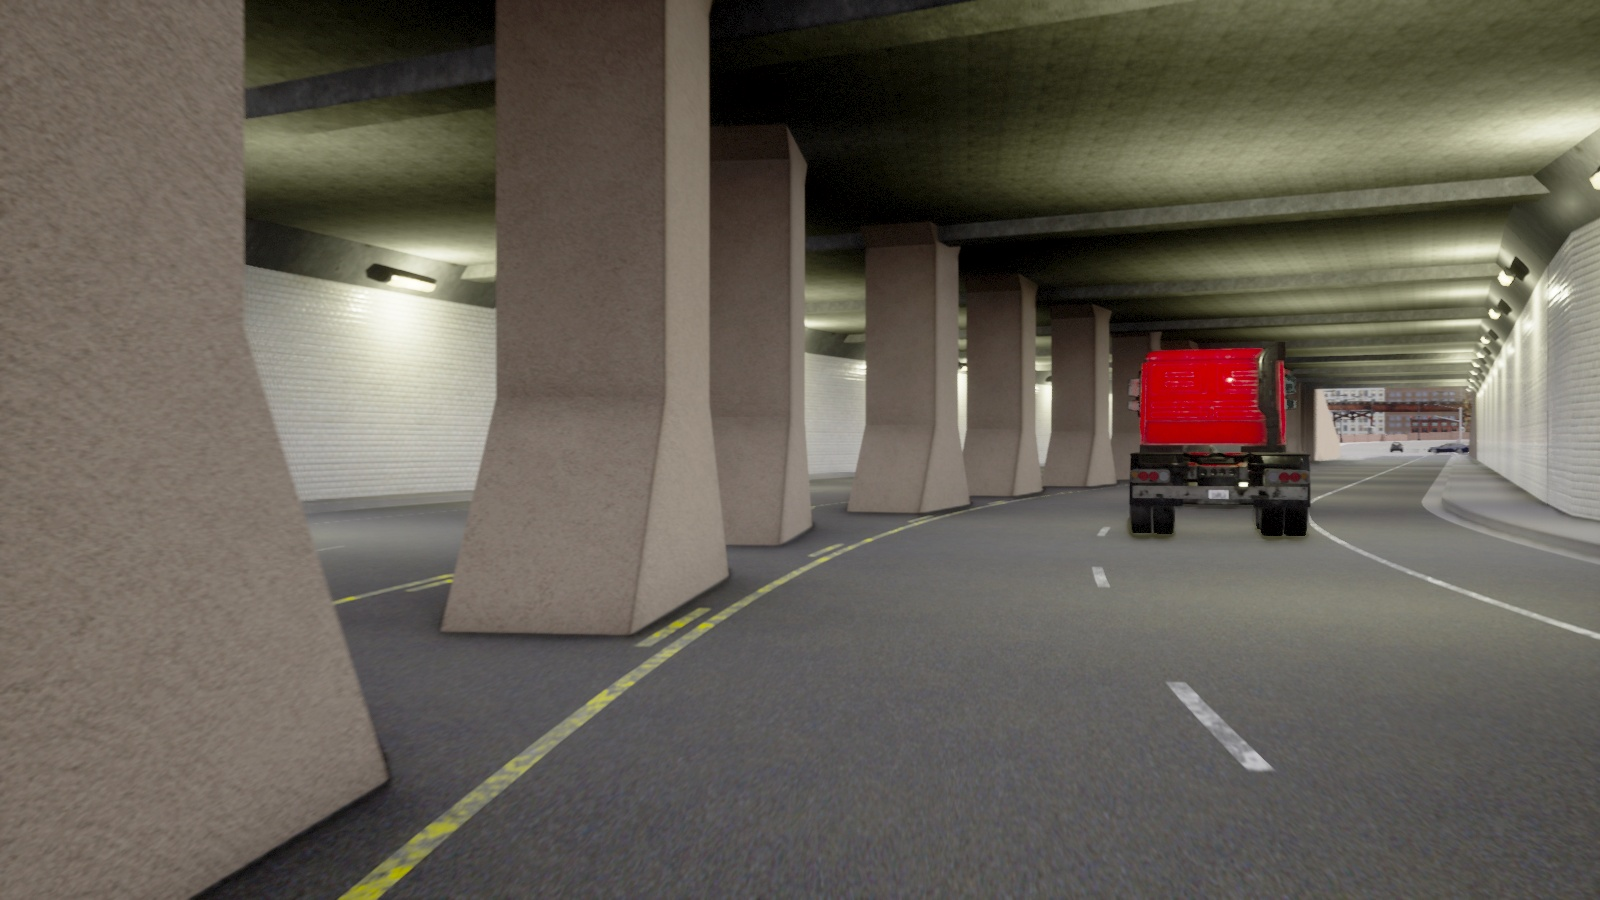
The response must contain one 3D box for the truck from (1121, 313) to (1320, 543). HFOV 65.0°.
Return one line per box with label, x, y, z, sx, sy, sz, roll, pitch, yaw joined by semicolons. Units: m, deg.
truck;7.615;-0.355;23.149;2.891;3.462;7.936;0;0;17
